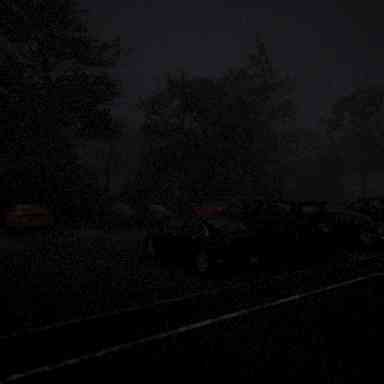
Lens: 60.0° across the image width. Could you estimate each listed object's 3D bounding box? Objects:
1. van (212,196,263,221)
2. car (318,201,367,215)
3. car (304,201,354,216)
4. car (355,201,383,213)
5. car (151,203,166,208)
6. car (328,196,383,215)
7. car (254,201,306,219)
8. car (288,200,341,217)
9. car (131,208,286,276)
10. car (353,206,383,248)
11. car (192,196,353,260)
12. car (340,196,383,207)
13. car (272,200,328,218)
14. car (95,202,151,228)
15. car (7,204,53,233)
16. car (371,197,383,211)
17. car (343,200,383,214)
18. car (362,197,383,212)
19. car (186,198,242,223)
[{"bbox_3d":[3.914,1.382,29.429,1.878,1.987,4.442,1,0,-35],"label":"van"},{"bbox_3d":[17.560,1.832,39.072,2.163,1.488,4.792,1,0,-36],"label":"car"},{"bbox_3d":[15.329,1.800,37.405,2.163,1.488,4.792,1,0,-36],"label":"car"},{"bbox_3d":[24.273,1.949,43.833,2.002,1.452,4.674,1,-1,-36],"label":"car"},{"bbox_3d":[-2.820,1.567,24.488,2.002,1.452,4.674,1,0,-35],"label":"car"},{"bbox_3d":[19.860,1.586,40.647,2.435,2.045,5.566,1,0,-36],"label":"car"},{"bbox_3d":[8.515,1.713,32.569,2.002,1.452,4.674,1,0,-36],"label":"car"},{"bbox_3d":[13.050,1.738,35.805,2.097,1.535,5.008,1,0,-36],"label":"car"},{"bbox_3d":[0.216,1.490,10.583,2.231,1.521,4.892,0,0,-35],"label":"car"},{"bbox_3d":[7.055,1.552,15.469,2.231,1.521,4.892,1,0,-35],"label":"car"},{"bbox_3d":[2.479,1.255,12.237,2.435,2.045,5.566,1,0,-35],"label":"car"},{"bbox_3d":[9.328,1.328,17.117,2.435,2.045,5.566,1,0,-35],"label":"car"},{"bbox_3d":[10.888,1.702,34.039,1.946,1.575,5.366,1,0,-36],"label":"car"},{"bbox_3d":[-5.091,1.505,22.874,2.097,1.535,5.008,0,0,-35],"label":"car"},{"bbox_3d":[-9.621,1.473,19.636,2.097,1.535,5.008,0,0,-35],"label":"car"},{"bbox_3d":[28.822,1.739,47.053,2.435,2.045,5.566,1,-1,-36],"label":"car"},{"bbox_3d":[22.111,1.874,42.284,2.097,1.535,5.008,1,-1,-36],"label":"car"},{"bbox_3d":[26.657,1.699,45.505,2.435,2.045,5.566,1,-1,-36],"label":"car"},{"bbox_3d":[1.735,1.453,27.694,2.185,1.767,4.553,1,0,-36],"label":"car"}]
